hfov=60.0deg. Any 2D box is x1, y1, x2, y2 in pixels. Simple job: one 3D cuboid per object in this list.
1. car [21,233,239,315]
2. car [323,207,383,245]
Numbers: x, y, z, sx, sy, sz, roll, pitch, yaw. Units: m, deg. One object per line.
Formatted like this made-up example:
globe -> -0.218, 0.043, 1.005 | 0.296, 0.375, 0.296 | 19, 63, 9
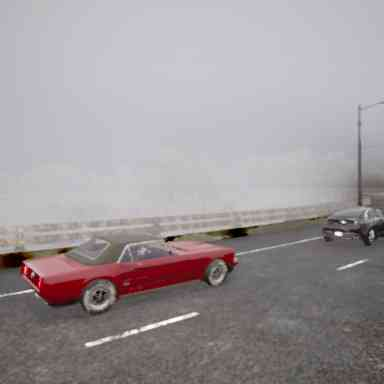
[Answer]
car -> -1.152, 1.608, 7.616 | 4.718, 1.301, 1.895 | 0, 0, -37
car -> 7.692, 1.438, 15.171 | 4.892, 1.490, 1.837 | -1, 0, -44
